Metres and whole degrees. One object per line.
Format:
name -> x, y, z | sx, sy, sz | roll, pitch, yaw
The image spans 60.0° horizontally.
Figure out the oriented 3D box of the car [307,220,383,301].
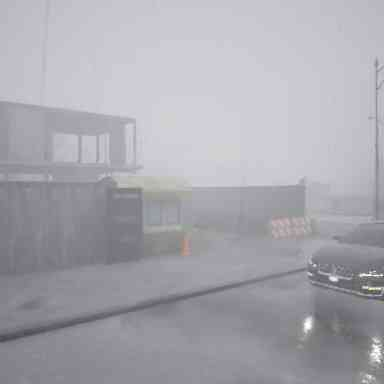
car -> 4.767, 1.452, 7.913 | 4.892, 1.490, 1.837 | 0, 0, -35
